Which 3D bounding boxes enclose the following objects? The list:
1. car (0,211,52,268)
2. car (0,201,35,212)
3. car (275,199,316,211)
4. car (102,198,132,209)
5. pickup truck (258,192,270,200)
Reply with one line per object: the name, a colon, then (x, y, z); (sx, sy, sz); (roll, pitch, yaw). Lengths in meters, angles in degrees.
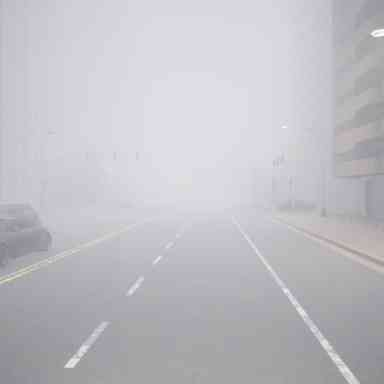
car: (-6.491, 1.564, 11.152); (1.994, 1.385, 4.181); (0, 0, 4)
car: (-9.622, 1.351, 16.734); (2.097, 1.767, 4.553); (0, 0, 4)
car: (11.967, 1.526, 38.510); (4.674, 1.442, 1.812); (0, 0, -5)
car: (-10.308, 1.564, 45.951); (4.181, 1.385, 1.994); (0, 0, 28)
pickup truck: (18.811, 1.059, 89.148); (2.390, 2.098, 6.274); (0, 0, 34)
